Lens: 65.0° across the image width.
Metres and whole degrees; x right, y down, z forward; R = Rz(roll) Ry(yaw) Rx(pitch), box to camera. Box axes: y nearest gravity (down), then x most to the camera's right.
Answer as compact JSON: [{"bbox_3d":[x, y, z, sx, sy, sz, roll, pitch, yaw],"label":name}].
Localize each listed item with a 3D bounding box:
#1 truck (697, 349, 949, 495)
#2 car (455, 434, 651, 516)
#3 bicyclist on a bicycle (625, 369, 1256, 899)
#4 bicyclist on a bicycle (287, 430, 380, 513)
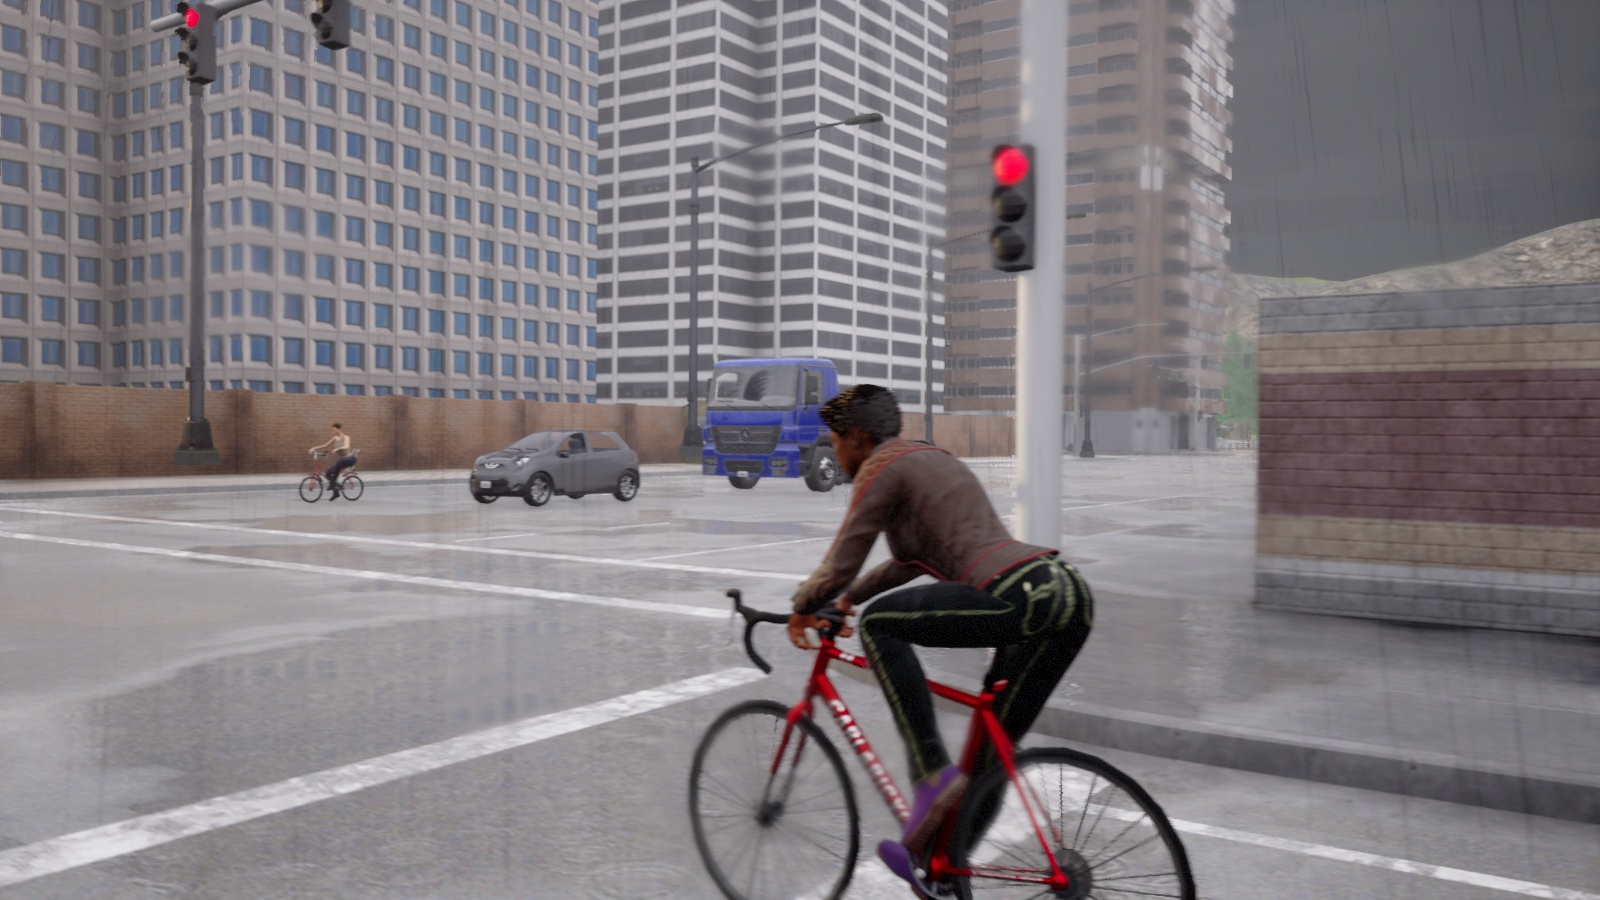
[{"bbox_3d":[0.873,-0.725,33.919,2.891,3.462,7.936,0,1,34],"label":"truck"},{"bbox_3d":[-4.920,0.440,25.385,1.845,1.501,3.633,0,1,34],"label":"car"},{"bbox_3d":[0.327,0.633,3.489,1.656,1.620,0.582,0,0,37],"label":"bicyclist on a bicycle"},{"bbox_3d":[-9.323,0.406,25.128,0.866,1.612,1.509,0,1,34],"label":"bicyclist on a bicycle"}]
